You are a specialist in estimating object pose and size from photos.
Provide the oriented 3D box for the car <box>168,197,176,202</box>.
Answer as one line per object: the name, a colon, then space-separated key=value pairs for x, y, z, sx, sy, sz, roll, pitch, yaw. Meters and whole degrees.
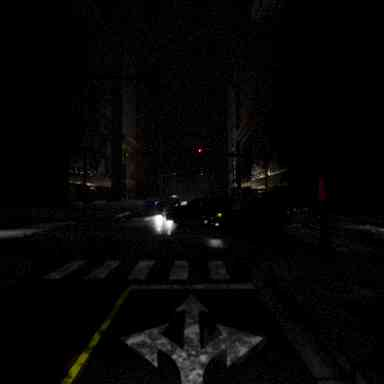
car: x=-5.334 y=2.076 z=91.056 sx=1.887 sy=1.381 sz=4.507 roll=0 pitch=0 yaw=0

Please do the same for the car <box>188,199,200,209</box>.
car: x=0.361 y=1.850 z=52.939 sx=1.837 sy=1.490 sz=4.892 roll=0 pitch=0 yaw=0

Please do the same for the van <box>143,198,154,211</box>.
van: x=-5.634 y=1.646 z=45.868 sx=1.690 sy=1.788 sz=3.998 roll=0 pitch=0 yaw=0

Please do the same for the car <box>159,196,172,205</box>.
car: x=-5.483 y=1.743 z=68.463 sx=2.192 sy=1.841 sz=5.009 roll=0 pitch=0 yaw=0

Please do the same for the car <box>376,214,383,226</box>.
car: x=16.543 y=1.943 z=25.045 sx=4.892 sy=1.490 sz=1.837 roll=0 pitch=-1 yaw=0

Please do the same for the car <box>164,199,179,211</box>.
car: x=-2.855 y=1.793 z=47.786 sx=1.882 sy=1.535 sz=5.008 roll=0 pitch=0 yaw=0

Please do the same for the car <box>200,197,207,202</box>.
car: x=3.190 y=2.113 z=91.003 sx=1.802 sy=1.307 sz=4.206 roll=0 pitch=0 yaw=0

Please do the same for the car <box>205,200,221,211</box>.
car: x=2.891 y=1.869 z=45.812 sx=1.947 sy=1.339 sz=4.313 roll=0 pitch=0 yaw=0

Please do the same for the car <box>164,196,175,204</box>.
car: x=-5.408 y=1.797 z=79.760 sx=2.192 sy=1.841 sz=5.009 roll=0 pitch=0 yaw=0

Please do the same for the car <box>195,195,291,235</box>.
car: x=3.309 y=1.403 z=20.040 sx=5.566 sy=2.045 sz=2.150 roll=2 pitch=-1 yaw=-24

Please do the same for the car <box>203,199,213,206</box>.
car: x=3.003 y=1.980 z=62.759 sx=1.802 sy=1.307 sz=4.206 roll=0 pitch=0 yaw=0

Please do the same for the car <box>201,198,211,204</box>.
car: x=3.078 y=2.000 z=74.056 sx=1.887 sy=1.381 sz=4.507 roll=0 pitch=0 yaw=0

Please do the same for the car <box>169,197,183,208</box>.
car: x=-2.770 y=1.723 z=57.531 sx=2.097 sy=1.767 sz=4.553 roll=0 pitch=0 yaw=1

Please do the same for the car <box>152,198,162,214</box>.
car: x=-2.918 y=1.750 z=38.347 sx=2.128 sy=1.511 sz=4.902 roll=0 pitch=0 yaw=1

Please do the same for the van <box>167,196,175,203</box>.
van: x=-5.370 y=1.848 z=85.409 sx=1.690 sy=1.788 sz=3.998 roll=0 pitch=0 yaw=0

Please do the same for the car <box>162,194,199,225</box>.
car: x=0.823 y=1.385 z=25.130 sx=5.566 sy=2.045 sz=2.150 roll=0 pitch=0 yaw=1
